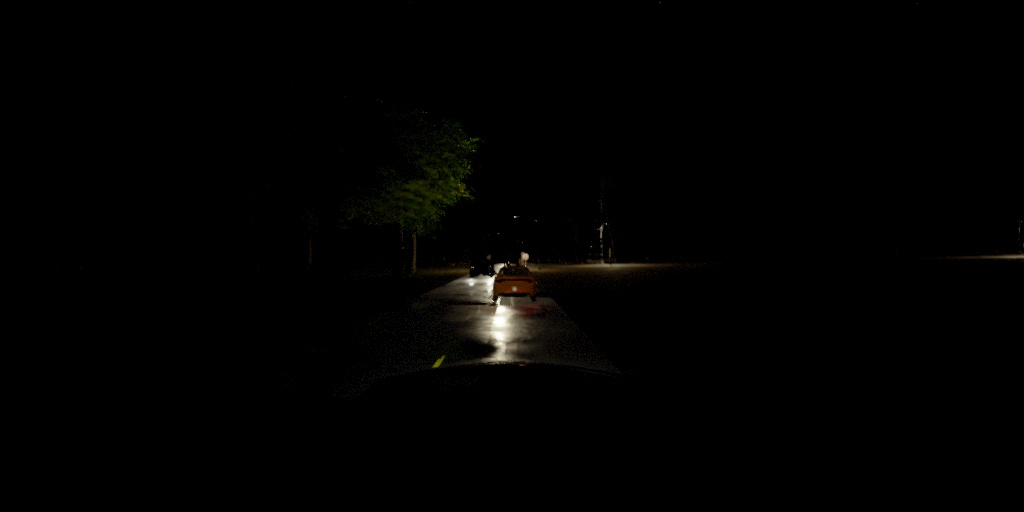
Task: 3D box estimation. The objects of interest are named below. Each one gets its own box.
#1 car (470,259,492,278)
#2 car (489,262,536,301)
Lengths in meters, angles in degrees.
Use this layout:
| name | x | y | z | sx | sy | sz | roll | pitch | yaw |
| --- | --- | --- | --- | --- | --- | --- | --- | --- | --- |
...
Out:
| name | x | y | z | sx | sy | sz | roll | pitch | yaw |
| --- | --- | --- | --- | --- | --- | --- | --- | --- | --- |
| car | -2.738 | 1.071 | 33.833 | 2.097 | 1.767 | 4.553 | 0 | 0 | 0 |
| car | 0.107 | 1.206 | 17.342 | 1.882 | 1.535 | 5.008 | 0 | 0 | 0 |
